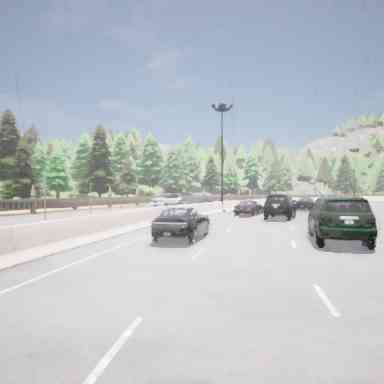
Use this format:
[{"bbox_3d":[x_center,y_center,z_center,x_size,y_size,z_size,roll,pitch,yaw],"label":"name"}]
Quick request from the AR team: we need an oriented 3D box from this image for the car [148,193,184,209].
[{"bbox_3d":[-3.492,1.218,45.580,2.150,2.045,5.566,0,0,30],"label":"car"}]

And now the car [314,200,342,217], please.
[{"bbox_3d":[13.298,1.545,32.263,2.033,1.411,5.357,0,0,28],"label":"car"}]

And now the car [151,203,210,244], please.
[{"bbox_3d":[-0.400,1.489,15.820,2.128,1.511,4.902,0,0,14],"label":"car"}]

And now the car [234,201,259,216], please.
[{"bbox_3d":[5.659,1.544,32.583,2.033,1.411,5.357,0,0,26],"label":"car"}]

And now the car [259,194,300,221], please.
[{"bbox_3d":[7.439,1.220,27.894,2.150,2.045,5.566,0,0,23],"label":"car"}]

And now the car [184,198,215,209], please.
[{"bbox_3d":[1.164,1.543,46.659,2.033,1.411,5.357,0,0,31],"label":"car"}]

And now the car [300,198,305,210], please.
[{"bbox_3d":[13.800,1.474,40.035,1.882,1.535,5.008,0,0,31],"label":"car"}]

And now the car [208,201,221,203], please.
[{"bbox_3d":[3.713,1.596,44.077,1.895,1.301,4.718,0,0,30],"label":"car"}]

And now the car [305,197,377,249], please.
[{"bbox_3d":[6.536,1.220,14.925,2.150,2.045,5.566,0,0,15],"label":"car"}]
